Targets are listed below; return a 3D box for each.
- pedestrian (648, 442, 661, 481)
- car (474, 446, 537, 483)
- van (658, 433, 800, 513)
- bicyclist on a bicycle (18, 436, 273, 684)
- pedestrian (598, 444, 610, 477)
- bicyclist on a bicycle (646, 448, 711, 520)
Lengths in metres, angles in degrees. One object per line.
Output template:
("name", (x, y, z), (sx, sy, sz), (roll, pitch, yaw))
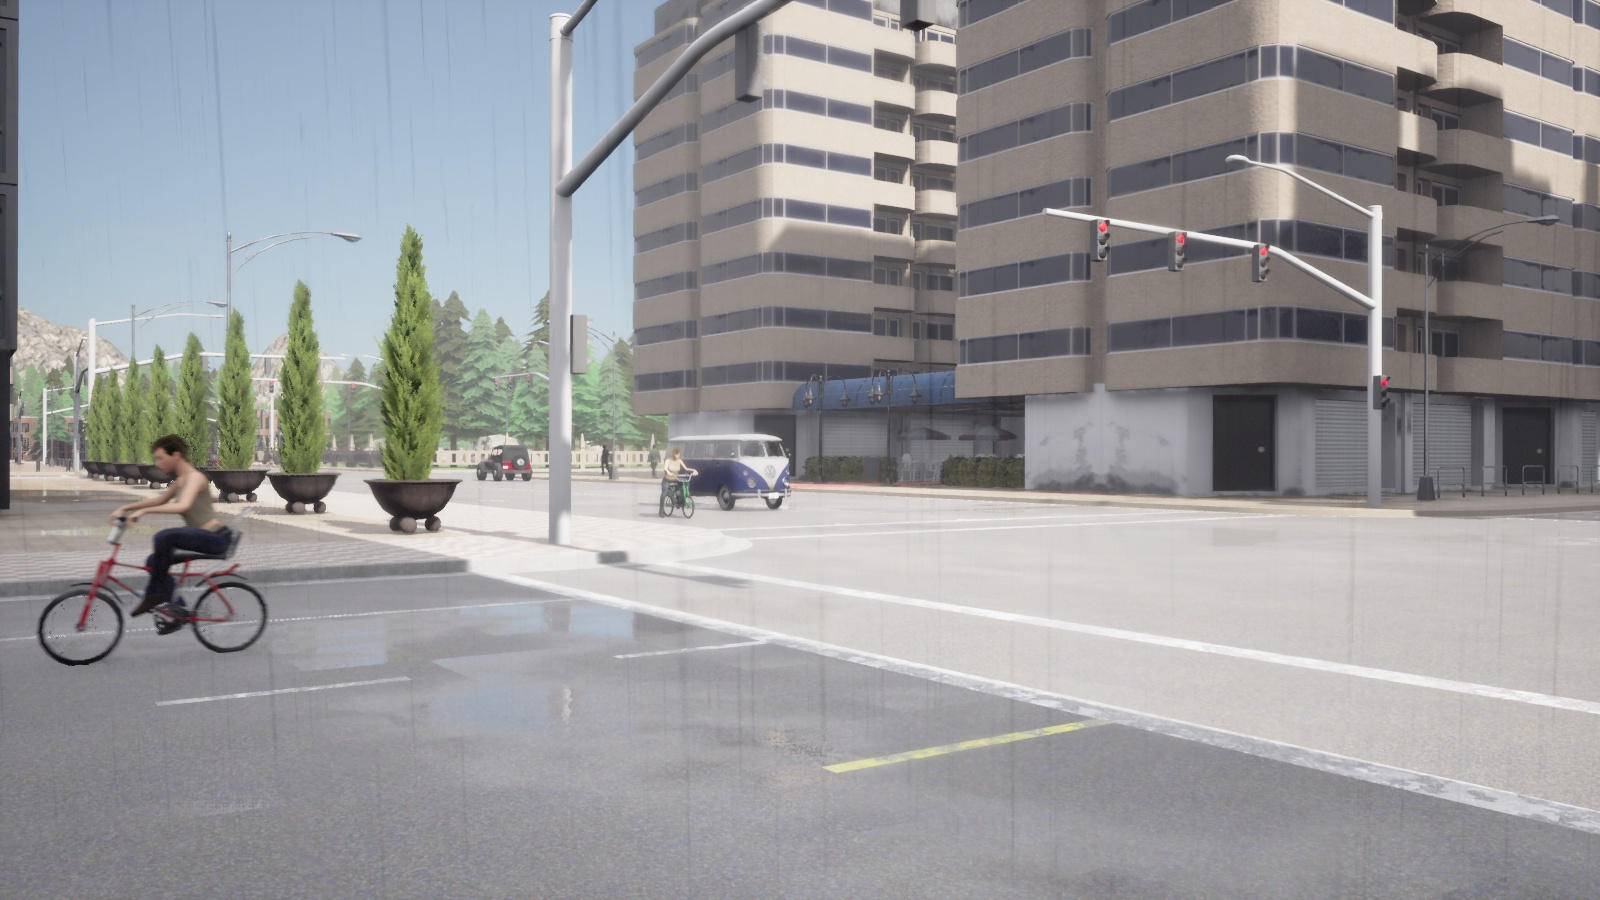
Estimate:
("pedestrian", (-7.300, 0.573, 63.094), (0.423, 1.949, 0.788), (0, 0, -26))
("car", (-15.399, 0.734, 65.583), (1.905, 1.878, 3.866), (0, 0, -34))
("van", (-1.986, 0.584, 33.753), (1.775, 1.987, 4.442), (0, 0, -35))
("bicyclist on a bicycle", (-4.659, 0.713, 8.956), (1.509, 1.612, 0.866), (0, 0, -35))
("pedestrian", (-11.392, 0.597, 73.114), (0.395, 1.930, 0.692), (0, 0, -41))
("bicyclist on a bicycle", (-2.792, 0.758, 28.742), (0.866, 1.612, 1.509), (0, 0, -35))
